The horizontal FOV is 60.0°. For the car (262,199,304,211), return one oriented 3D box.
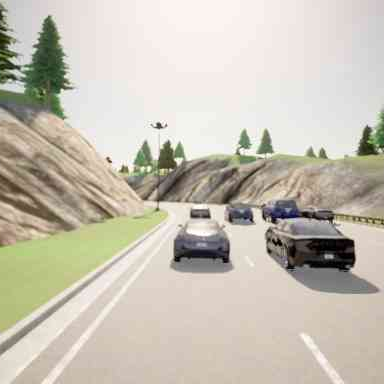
[{"bbox_3d":[7.691,1.641,29.387,2.150,2.045,5.566,1,0,0],"label":"car"}]

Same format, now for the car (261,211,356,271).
[{"bbox_3d":[3.844,1.655,11.633,1.882,1.535,5.008,1,-1,2],"label":"car"}]

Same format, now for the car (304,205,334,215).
[{"bbox_3d":[11.152,1.966,30.223,2.128,1.511,4.902,1,-1,-1],"label":"car"}]

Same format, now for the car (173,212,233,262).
[{"bbox_3d":[0.374,1.707,12.816,1.994,1.385,4.181,1,-1,2],"label":"car"}]

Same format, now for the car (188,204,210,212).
[{"bbox_3d":[0.658,1.827,30.505,2.128,1.511,4.902,1,-1,-1],"label":"car"}]

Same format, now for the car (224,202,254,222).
[{"bbox_3d":[4.151,1.728,30.046,2.097,1.767,4.553,1,-1,-1],"label":"car"}]
